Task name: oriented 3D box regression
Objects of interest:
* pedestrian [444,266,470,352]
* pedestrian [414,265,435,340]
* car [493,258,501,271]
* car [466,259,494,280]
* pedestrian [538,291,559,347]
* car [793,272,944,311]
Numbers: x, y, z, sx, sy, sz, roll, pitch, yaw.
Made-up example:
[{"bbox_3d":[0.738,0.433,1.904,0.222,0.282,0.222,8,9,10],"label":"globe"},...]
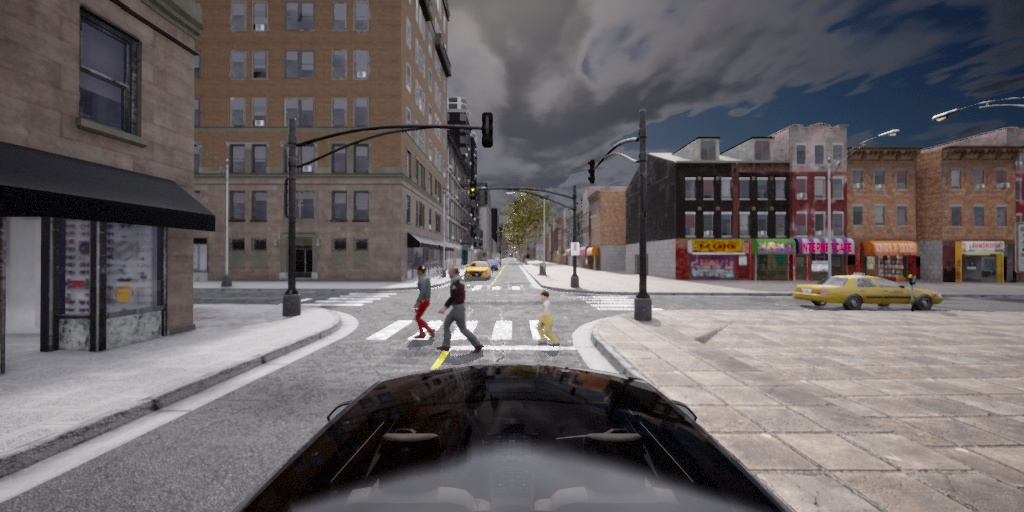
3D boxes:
[{"bbox_3d":[-1.115,1.043,7.307,0.375,1.860,0.375,0,0,0],"label":"pedestrian"},{"bbox_3d":[-2.082,1.042,8.512,0.375,1.860,0.375,0,0,0],"label":"pedestrian"},{"bbox_3d":[-2.852,1.192,48.390,1.882,1.535,5.008,0,0,0],"label":"car"},{"bbox_3d":[-2.849,1.205,30.956,1.882,1.535,5.008,0,0,0],"label":"car"},{"bbox_3d":[0.838,1.322,7.906,0.375,1.300,0.375,0,0,0],"label":"pedestrian"},{"bbox_3d":[13.882,1.342,14.077,4.829,1.417,1.751,0,0,0],"label":"car"}]
